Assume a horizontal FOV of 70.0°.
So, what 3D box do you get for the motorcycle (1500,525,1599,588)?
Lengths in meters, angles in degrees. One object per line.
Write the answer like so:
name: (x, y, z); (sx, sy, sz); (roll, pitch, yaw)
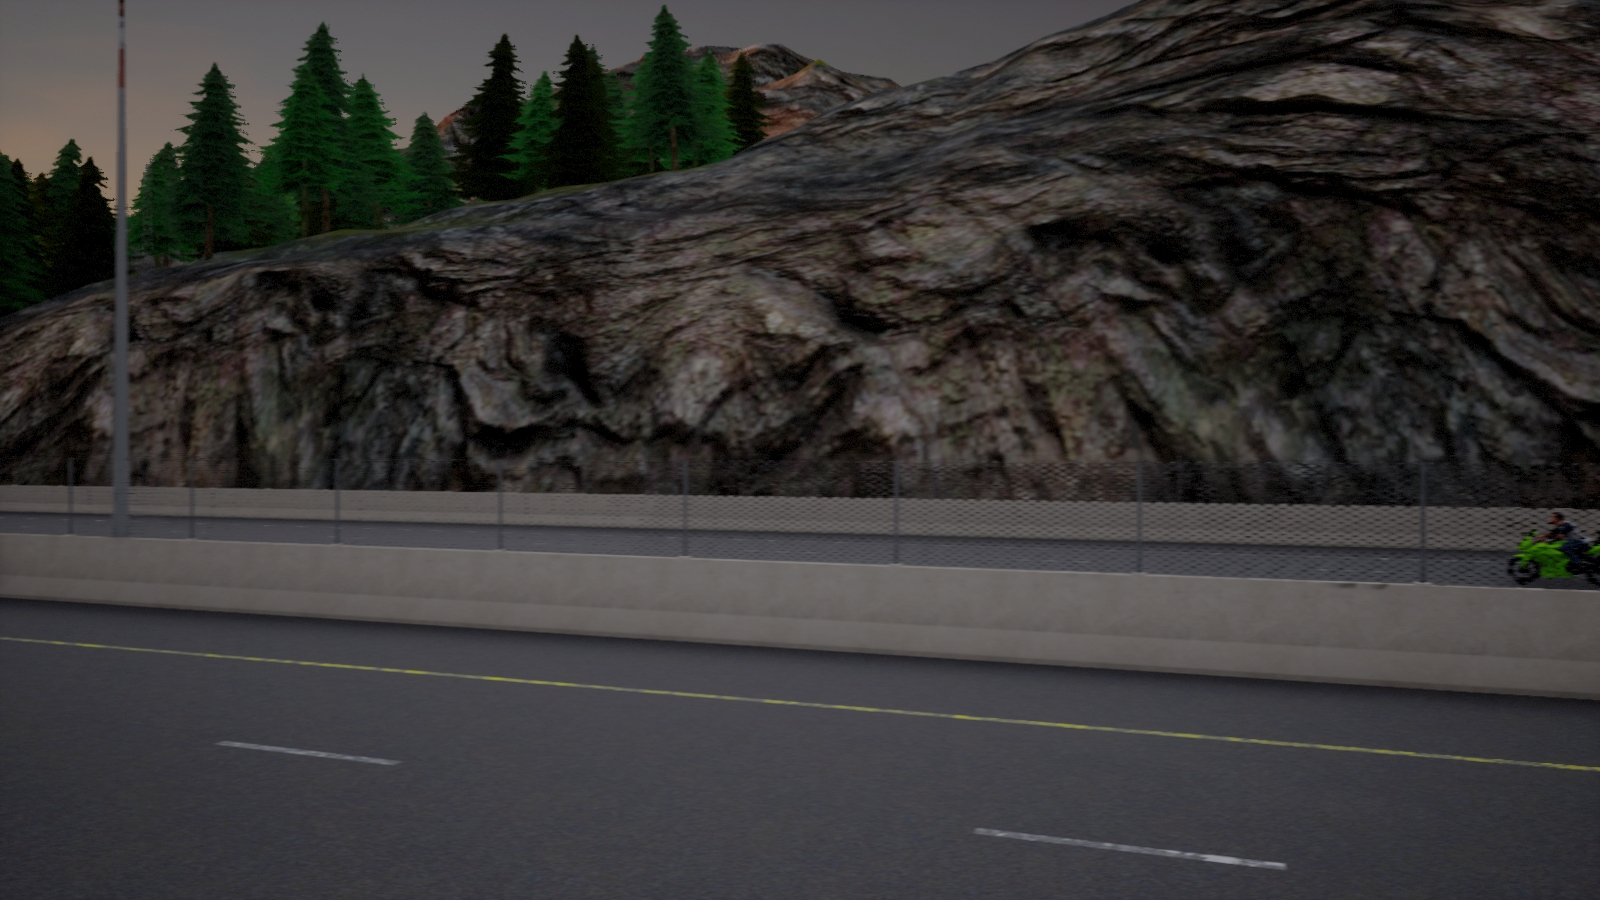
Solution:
motorcycle: (15.692, 2.181, 23.535); (2.033, 1.217, 0.803); (0, -1, 19)
